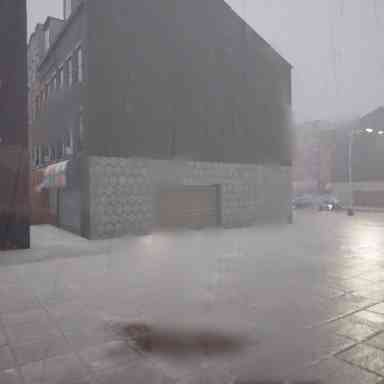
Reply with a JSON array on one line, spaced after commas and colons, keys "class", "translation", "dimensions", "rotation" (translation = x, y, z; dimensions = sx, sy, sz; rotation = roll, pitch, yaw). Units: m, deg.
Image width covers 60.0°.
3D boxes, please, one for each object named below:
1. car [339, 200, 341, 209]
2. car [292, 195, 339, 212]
[{"class": "car", "translation": [14.265, 1.099, 37.472], "dimensions": [2.097, 1.767, 4.553], "rotation": [-1, 1, -35]}, {"class": "car", "translation": [12.358, 1.289, 35.059], "dimensions": [2.128, 1.511, 4.902], "rotation": [-1, 1, -35]}]
